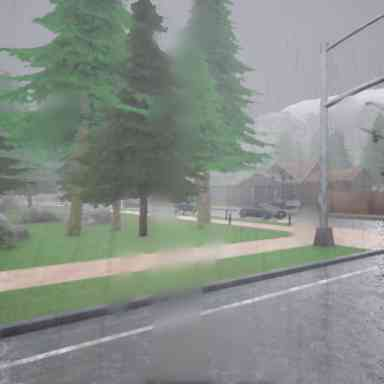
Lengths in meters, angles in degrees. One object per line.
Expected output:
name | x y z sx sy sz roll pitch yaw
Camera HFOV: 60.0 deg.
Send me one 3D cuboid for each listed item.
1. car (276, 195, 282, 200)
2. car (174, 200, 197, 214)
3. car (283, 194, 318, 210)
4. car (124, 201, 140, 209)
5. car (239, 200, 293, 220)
car | 11.575 1.217 41.670 3.866 1.878 1.905 0 0 -37
car | -0.036 1.512 36.244 2.128 1.511 4.902 0 0 -37
car | 13.394 1.216 39.892 4.605 1.855 1.932 0 0 -37
car | -7.863 1.584 46.596 1.994 1.385 4.181 0 0 -38
car | 5.973 1.585 28.202 1.994 1.385 4.181 0 0 -37
